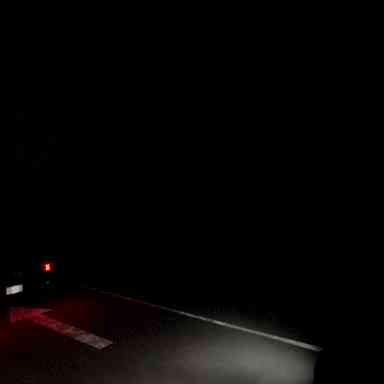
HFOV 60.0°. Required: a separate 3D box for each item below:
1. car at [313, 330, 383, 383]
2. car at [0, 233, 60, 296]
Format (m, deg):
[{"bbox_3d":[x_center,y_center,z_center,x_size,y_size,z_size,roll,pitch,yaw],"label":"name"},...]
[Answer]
[{"bbox_3d":[3.061,1.526,1.734,4.674,1.442,1.812,0,0,36],"label":"car"},{"bbox_3d":[-5.231,1.601,7.732,4.718,1.301,1.895,0,0,36],"label":"car"}]
